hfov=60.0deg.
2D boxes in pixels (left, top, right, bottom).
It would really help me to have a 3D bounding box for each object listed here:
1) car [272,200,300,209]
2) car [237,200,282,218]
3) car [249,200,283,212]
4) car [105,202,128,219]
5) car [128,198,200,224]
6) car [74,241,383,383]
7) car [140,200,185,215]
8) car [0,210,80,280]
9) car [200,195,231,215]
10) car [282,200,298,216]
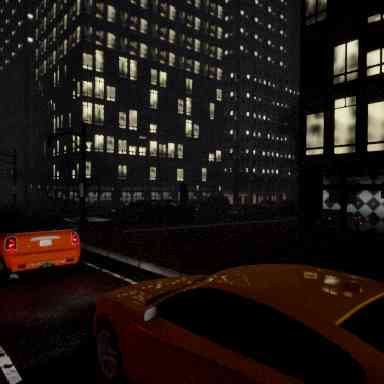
[{"bbox_3d":[14.433,1.881,50.964,4.313,1.339,1.947,1,0,-39],"label":"car"},{"bbox_3d":[6.719,1.832,33.908,4.829,1.417,1.752,1,0,-39],"label":"car"},{"bbox_3d":[9.793,1.814,43.837,4.674,1.442,1.812,1,1,-39],"label":"car"},{"bbox_3d":[-5.781,1.642,31.216,4.674,1.442,1.812,1,1,-38],"label":"car"},{"bbox_3d":[-2.168,1.523,26.691,5.009,1.841,2.192,1,0,-39],"label":"car"},{"bbox_3d":[0.739,1.476,3.261,1.882,1.535,5.008,0,0,-40],"label":"car"},{"bbox_3d":[-3.208,1.647,36.643,4.829,1.417,1.752,1,0,-39],"label":"car"},{"bbox_3d":[-5.188,1.347,10.313,2.097,1.767,4.553,0,0,-40],"label":"car"},{"bbox_3d":[1.903,1.423,37.435,5.566,2.045,2.150,1,1,-39],"label":"car"},{"bbox_3d":[10.965,1.936,37.356,4.206,1.307,1.802,1,0,-39],"label":"car"}]
